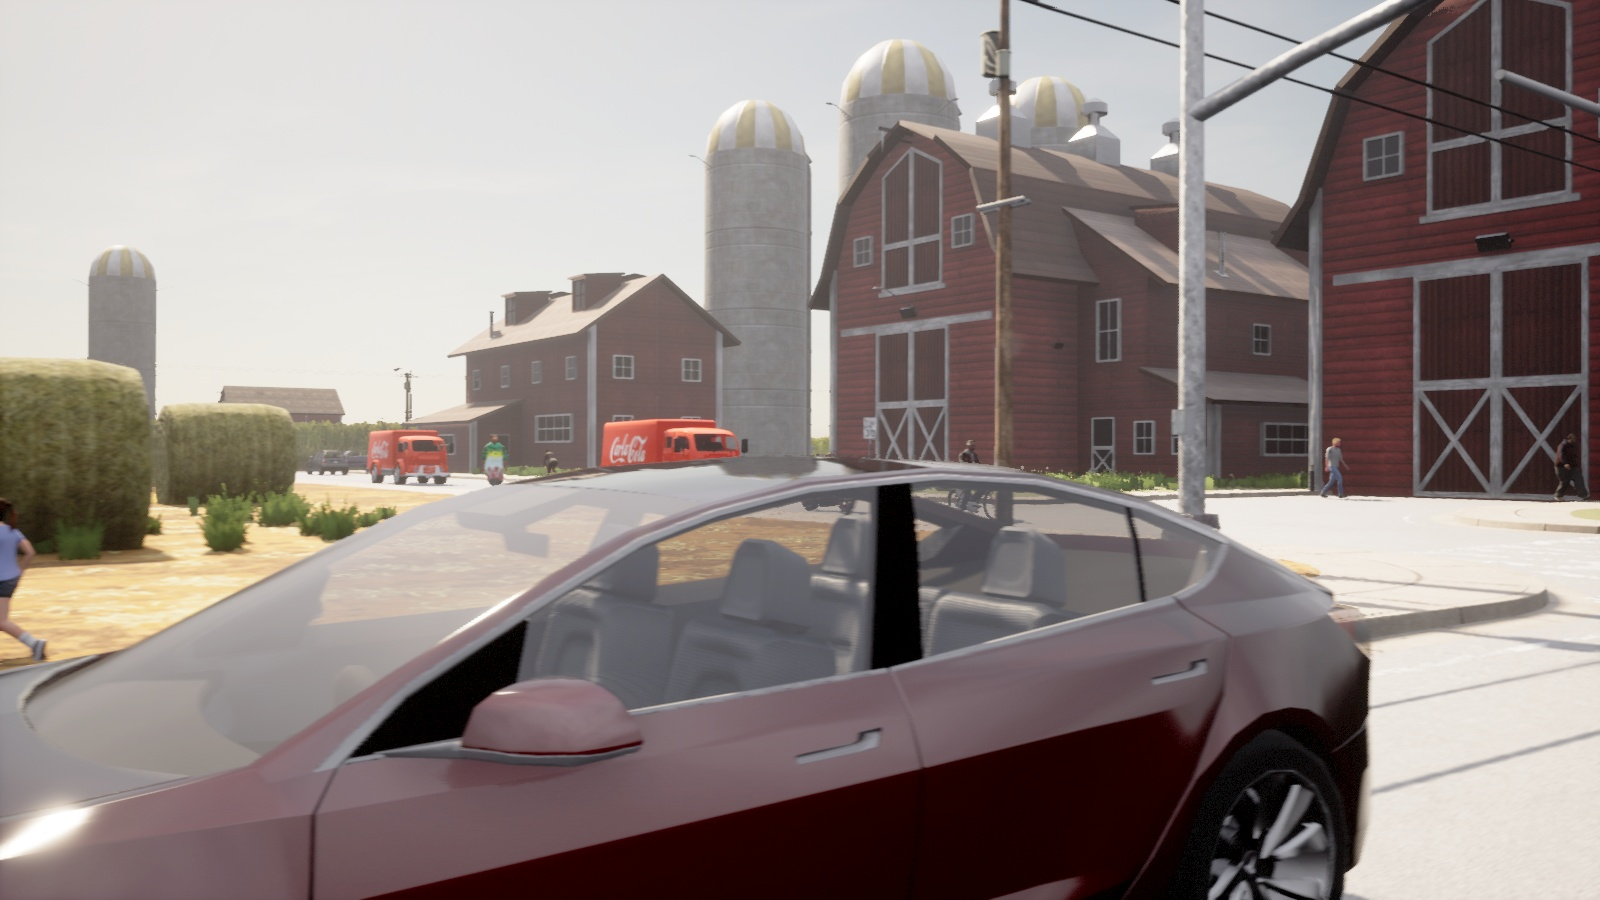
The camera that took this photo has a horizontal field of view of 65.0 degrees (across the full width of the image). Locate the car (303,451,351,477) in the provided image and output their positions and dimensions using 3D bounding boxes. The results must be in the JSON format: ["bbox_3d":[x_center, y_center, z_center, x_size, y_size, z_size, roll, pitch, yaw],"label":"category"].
[{"bbox_3d":[-30.364,0.878,80.541,1.851,1.617,3.988,0,0,-36],"label":"car"}]

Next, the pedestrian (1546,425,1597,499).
[{"bbox_3d":[19.585,0.307,31.887,0.634,1.844,0.899,0,0,-13],"label":"pedestrian"}]

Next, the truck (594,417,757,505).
[{"bbox_3d":[-3.853,0.338,37.911,2.627,2.467,5.204,0,-1,-36],"label":"truck"}]

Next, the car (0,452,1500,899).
[{"bbox_3d":[-0.477,0.754,3.319,4.792,1.488,2.163,0,0,-35],"label":"car"}]

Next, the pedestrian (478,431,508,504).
[{"bbox_3d":[-8.316,0.475,33.970,0.659,1.952,0.873,0,0,-23],"label":"pedestrian"}]

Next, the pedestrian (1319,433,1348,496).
[{"bbox_3d":[15.705,0.418,36.988,0.354,1.836,0.706,0,0,-35],"label":"pedestrian"}]

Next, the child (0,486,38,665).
[{"bbox_3d":[-5.094,0.788,7.947,0.394,1.110,0.255,0,0,-7],"label":"child"}]

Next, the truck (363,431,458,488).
[{"bbox_3d":[-17.801,0.409,57.199,2.627,2.467,5.204,0,0,-36],"label":"truck"}]
